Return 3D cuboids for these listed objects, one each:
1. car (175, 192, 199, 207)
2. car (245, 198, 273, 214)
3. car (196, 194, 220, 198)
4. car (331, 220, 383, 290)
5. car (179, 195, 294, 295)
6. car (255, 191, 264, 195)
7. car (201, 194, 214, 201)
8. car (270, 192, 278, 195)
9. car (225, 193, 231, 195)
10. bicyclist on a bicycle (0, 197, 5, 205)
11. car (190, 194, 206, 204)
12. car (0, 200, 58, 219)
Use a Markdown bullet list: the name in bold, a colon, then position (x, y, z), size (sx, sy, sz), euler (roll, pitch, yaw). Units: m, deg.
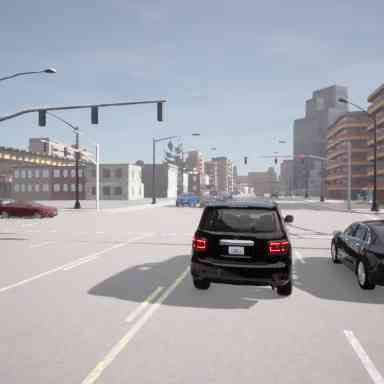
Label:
- **car**: position (-0.806, 1.079, 48.438), size (2.150, 2.045, 5.566), euler (0, 1, 12)
- **car**: position (7.211, 1.442, 35.473), size (2.128, 1.511, 4.902), euler (1, 0, 21)
- **car**: position (2.278, 1.381, 46.035), size (1.837, 1.490, 4.892), euler (0, 1, 11)
- **car**: position (5.083, 1.505, 8.898), size (1.837, 1.490, 4.892), euler (0, 0, 11)
- **car**: position (1.522, 1.221, 9.015), size (2.150, 2.045, 5.566), euler (0, 0, 14)
- **car**: position (17.331, 0.559, 85.135), size (2.097, 1.767, 4.553), euler (0, 1, 11)
- **car**: position (3.223, 1.075, 68.183), size (2.033, 1.411, 5.357), euler (0, 1, 12)
- **car**: position (20.766, 0.743, 84.461), size (2.033, 1.411, 5.357), euler (0, 1, 11)
- **car**: position (5.965, 1.091, 64.226), size (1.837, 1.490, 4.892), euler (0, 1, 12)
- **bicyclist on a bicycle**: position (-23.885, 1.303, 41.395), size (0.582, 1.620, 1.656), euler (0, 0, 10)
- **car**: position (1.096, 1.217, 57.916), size (1.837, 1.490, 4.892), euler (0, 1, 11)
- **car**: position (-13.954, 1.478, 28.419), size (5.008, 1.535, 1.882), euler (0, 0, 11)
